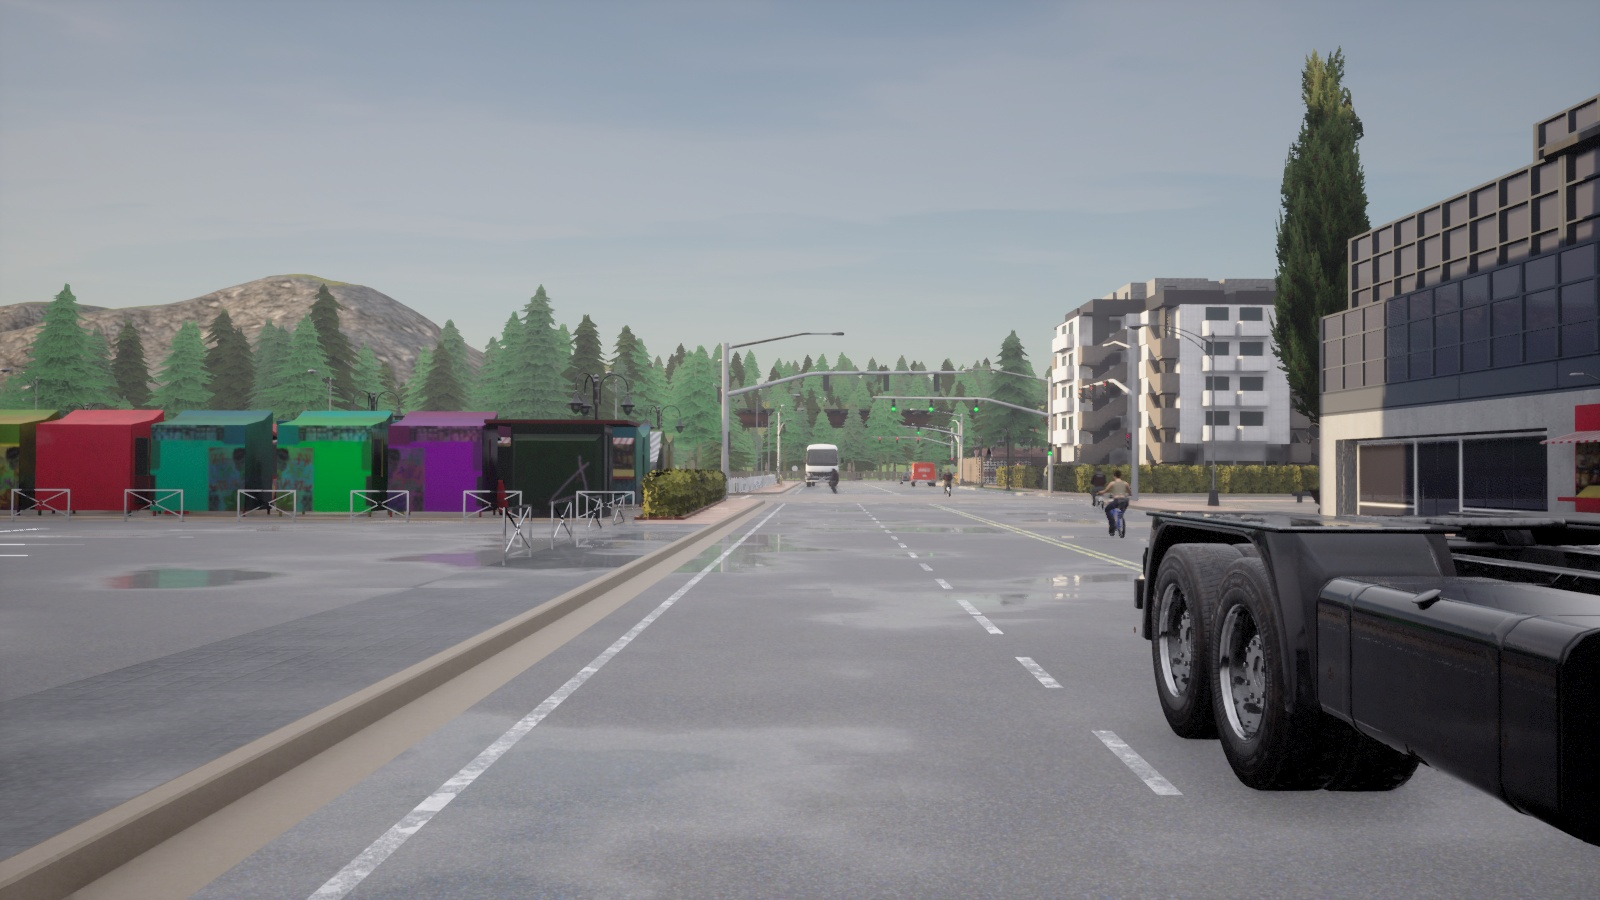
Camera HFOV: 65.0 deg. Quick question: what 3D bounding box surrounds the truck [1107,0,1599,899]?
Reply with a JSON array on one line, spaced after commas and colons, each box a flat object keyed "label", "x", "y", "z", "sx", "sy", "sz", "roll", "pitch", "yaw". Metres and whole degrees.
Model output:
[{"label": "truck", "x": 3.537, "y": -0.102, "z": 4.747, "sx": 2.891, "sy": 3.462, "sz": 7.936, "roll": 0, "pitch": -1, "yaw": 1}]

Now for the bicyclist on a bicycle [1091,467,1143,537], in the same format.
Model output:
[{"label": "bicyclist on a bicycle", "x": 7.532, "y": 1.222, "z": 29.925, "sx": 0.866, "sy": 1.612, "sz": 1.509, "roll": 0, "pitch": -1, "yaw": 0}]
